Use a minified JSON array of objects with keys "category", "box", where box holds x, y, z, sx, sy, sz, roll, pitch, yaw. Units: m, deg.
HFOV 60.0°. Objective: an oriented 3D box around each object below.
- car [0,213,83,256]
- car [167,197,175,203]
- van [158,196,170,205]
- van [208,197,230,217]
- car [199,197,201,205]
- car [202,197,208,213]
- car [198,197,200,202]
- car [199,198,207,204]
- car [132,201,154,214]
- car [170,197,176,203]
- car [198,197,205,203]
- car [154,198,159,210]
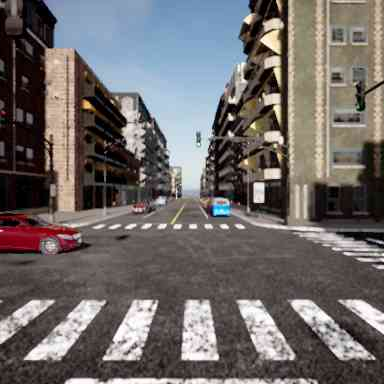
[{"category":"car","box":[-6.639,1.573,12.831,4.674,1.442,1.812,1,0,0]},{"category":"car","box":[-5.829,2.213,93.654,2.008,1.369,4.403,-1,-1,0]},{"category":"van","box":[-5.900,1.766,66.041,1.690,1.788,3.998,-1,0,0]},{"category":"van","box":[2.783,1.524,32.888,1.690,1.788,3.998,-1,0,0]},{"category":"car","box":[2.635,1.778,54.945,1.967,1.590,4.097,-1,0,0]},{"category":"car","box":[2.689,1.534,38.385,2.192,1.841,5.009,-1,0,0]},{"category":"car","box":[2.632,1.925,60.465,1.887,1.381,4.507,-1,0,0]},{"category":"car","box":[2.684,2.128,82.553,1.947,1.339,4.313,-1,-1,0]},{"category":"car","box":[-5.874,1.801,38.426,1.802,1.307,4.206,-1,0,0]},{"category":"car","box":[-5.813,2.157,88.131,1.887,1.381,4.507,-1,-1,0]},{"category":"car","box":[2.666,2.102,93.595,1.967,1.590,4.097,-1,-1,0]},{"category":"car","box":[-5.878,1.823,43.948,1.947,1.339,4.313,-1,0,0]}]
